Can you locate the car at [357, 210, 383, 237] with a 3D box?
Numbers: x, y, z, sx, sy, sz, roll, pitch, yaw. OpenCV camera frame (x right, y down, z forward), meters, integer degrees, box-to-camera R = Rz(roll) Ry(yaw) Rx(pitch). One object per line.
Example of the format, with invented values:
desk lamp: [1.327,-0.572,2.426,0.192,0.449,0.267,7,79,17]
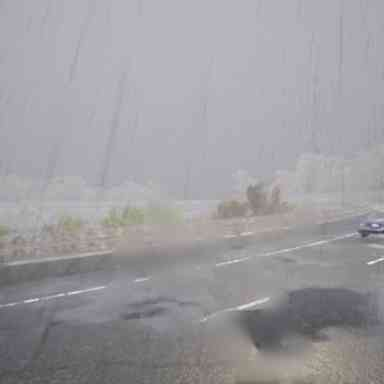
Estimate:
car: [10.709,1.688,18.181,2.033,1.411,5.357,-2,-2,43]
